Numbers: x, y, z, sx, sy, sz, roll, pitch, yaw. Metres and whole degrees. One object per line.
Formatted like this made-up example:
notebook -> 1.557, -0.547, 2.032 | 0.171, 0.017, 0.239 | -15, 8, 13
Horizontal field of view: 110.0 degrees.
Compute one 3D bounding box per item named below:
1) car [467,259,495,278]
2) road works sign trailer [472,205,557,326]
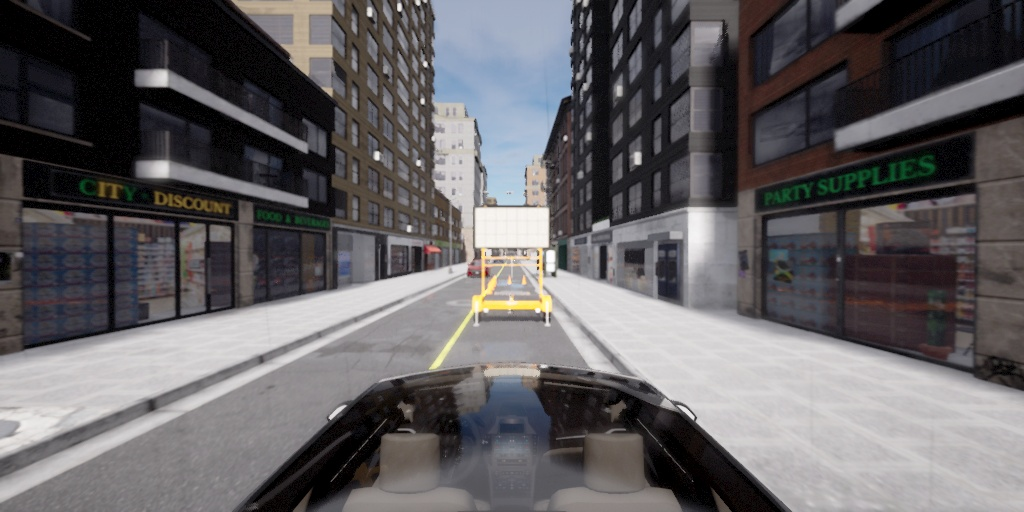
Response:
car -> -2.841, 1.080, 31.795 | 1.882, 1.535, 5.008 | 0, 0, 0
road works sign trailer -> 0.002, 0.168, 11.501 | 2.380, 3.560, 2.880 | 0, 0, 0
